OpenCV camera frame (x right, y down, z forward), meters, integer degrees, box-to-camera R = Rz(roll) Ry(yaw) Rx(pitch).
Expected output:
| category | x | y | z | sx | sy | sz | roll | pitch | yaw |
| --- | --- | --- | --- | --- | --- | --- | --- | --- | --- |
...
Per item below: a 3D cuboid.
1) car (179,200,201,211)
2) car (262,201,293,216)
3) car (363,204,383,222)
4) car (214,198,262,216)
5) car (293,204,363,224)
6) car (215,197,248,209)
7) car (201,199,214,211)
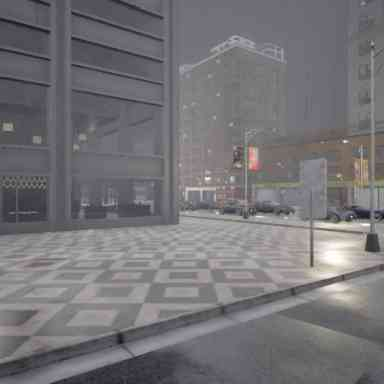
| category | x | y | z | sx | sy | sz | roll | pitch | yaw |
| --- | --- | --- | --- | --- | --- | --- | --- | --- | --- |
| car | -1.286 | 1.687 | 41.885 | 1.994 | 1.385 | 4.181 | 0 | 0 | -35 |
| car | 8.018 | 1.632 | 34.519 | 2.033 | 1.411 | 5.357 | 0 | 0 | -36 |
| car | 13.665 | 1.648 | 26.698 | 1.895 | 1.301 | 4.718 | 0 | 0 | -36 |
| car | 4.583 | 1.654 | 33.738 | 1.994 | 1.385 | 4.181 | 0 | 0 | -36 |
| car | 10.394 | 1.616 | 25.680 | 1.994 | 1.385 | 4.181 | 0 | 0 | -36 |
| car | 5.791 | 1.604 | 49.053 | 1.882 | 1.535 | 5.008 | 0 | 0 | -36 |
| car | 2.045 | 1.666 | 42.806 | 2.033 | 1.411 | 5.357 | 0 | 0 | -36 |
